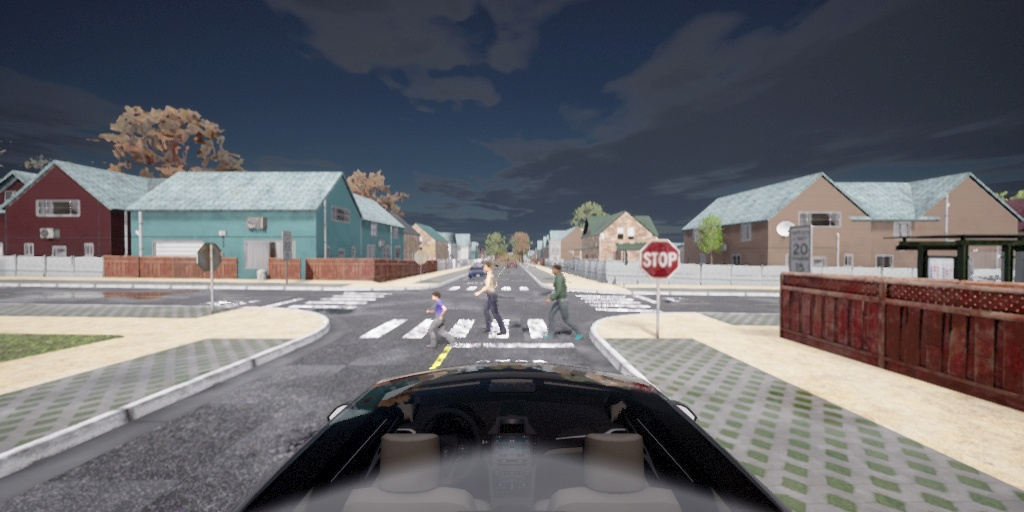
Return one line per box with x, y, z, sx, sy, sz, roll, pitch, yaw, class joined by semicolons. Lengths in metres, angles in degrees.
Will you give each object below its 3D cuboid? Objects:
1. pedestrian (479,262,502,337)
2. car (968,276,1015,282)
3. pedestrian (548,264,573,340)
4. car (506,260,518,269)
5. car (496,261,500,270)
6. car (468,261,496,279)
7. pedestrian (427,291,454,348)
-0.527;1.028;8.893;0.375;1.860;0.375;-1;1;0;pedestrian
22.745;1.632;17.204;4.718;1.301;1.895;1;1;0;car
1.118;1.030;8.293;0.375;1.860;0.375;-1;1;0;pedestrian
0.006;1.354;59.099;1.812;1.442;4.674;0;0;0;car
-2.802;1.400;53.914;1.895;1.301;4.718;0;0;0;car
-2.842;1.275;32.676;2.033;1.411;5.357;0;0;0;car
-1.531;1.309;7.697;0.375;1.300;0.375;-1;1;0;pedestrian
